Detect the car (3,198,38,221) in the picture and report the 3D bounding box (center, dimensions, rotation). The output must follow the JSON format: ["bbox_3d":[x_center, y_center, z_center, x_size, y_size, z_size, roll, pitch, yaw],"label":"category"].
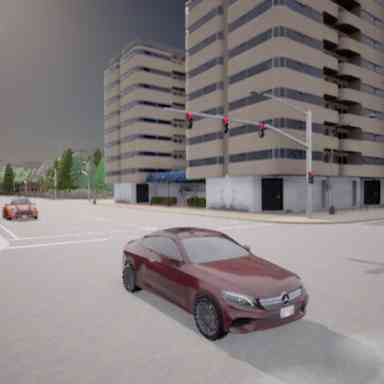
[{"bbox_3d":[-14.010,1.313,27.138,2.097,1.767,4.553,-1,0,-35],"label":"car"}]

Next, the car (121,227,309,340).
[{"bbox_3d":[0.074,1.493,6.795,1.812,1.442,4.674,-1,0,-35],"label":"car"}]
